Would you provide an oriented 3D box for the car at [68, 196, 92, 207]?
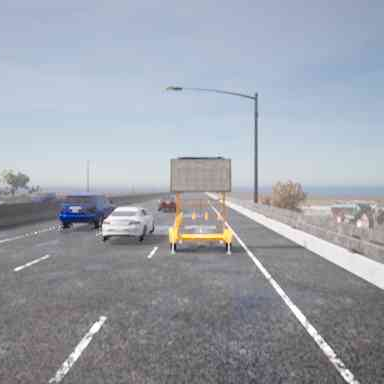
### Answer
[{"bbox_3d":[-16.411,1.304,49.033,1.812,1.442,4.674,0,0,2],"label":"car"}]

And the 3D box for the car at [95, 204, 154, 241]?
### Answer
[{"bbox_3d":[-2.981,1.456,16.111,1.812,1.442,4.674,0,0,1],"label":"car"}]

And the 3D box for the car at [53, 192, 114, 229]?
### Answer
[{"bbox_3d":[-6.369,1.130,21.020,2.150,2.045,5.566,0,0,1],"label":"car"}]

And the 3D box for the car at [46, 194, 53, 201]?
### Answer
[{"bbox_3d":[-19.868,1.370,50.809,1.895,1.301,4.718,0,0,2],"label":"car"}]

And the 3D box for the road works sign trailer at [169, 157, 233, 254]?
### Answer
[{"bbox_3d":[0.353,0.407,13.238,2.380,3.560,2.880,0,0,1],"label":"road works sign trailer"}]

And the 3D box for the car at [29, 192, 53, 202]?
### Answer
[{"bbox_3d":[-23.323,0.986,52.327,2.150,2.045,5.566,0,0,2],"label":"car"}]

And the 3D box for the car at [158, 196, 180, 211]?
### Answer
[{"bbox_3d":[-2.492,1.189,37.307,2.097,1.767,4.553,0,1,1],"label":"car"}]
